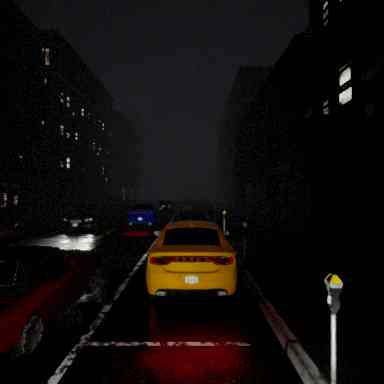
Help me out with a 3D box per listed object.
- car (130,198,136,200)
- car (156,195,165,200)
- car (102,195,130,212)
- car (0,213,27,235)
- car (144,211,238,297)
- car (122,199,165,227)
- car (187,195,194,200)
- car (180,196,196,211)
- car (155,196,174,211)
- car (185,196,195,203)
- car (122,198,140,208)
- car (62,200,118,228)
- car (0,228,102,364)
[{"bbox_3d":[-8.834,1.439,42.793,1.967,1.590,4.097,0,0,0],"label":"car"},{"bbox_3d":[-8.834,1.539,93.519,2.008,1.369,4.403,0,0,0],"label":"car"},{"bbox_3d":[-8.833,1.314,37.157,2.192,1.841,5.009,0,0,0],"label":"car"},{"bbox_3d":[-8.835,1.583,14.612,1.802,1.307,4.206,0,0,0],"label":"car"},{"bbox_3d":[-0.005,1.478,8.649,1.882,1.535,5.008,0,0,0],"label":"car"},{"bbox_3d":[-3.146,1.478,22.568,1.882,1.535,5.008,0,0,0],"label":"car"},{"bbox_3d":[-0.452,1.513,93.685,1.752,1.417,4.829,0,0,0],"label":"car"},{"bbox_3d":[-0.454,1.525,37.323,1.752,1.417,4.829,0,0,0],"label":"car"},{"bbox_3d":[-3.045,1.547,37.479,2.033,1.411,5.357,0,0,0],"label":"car"},{"bbox_3d":[-0.453,1.545,70.970,2.008,1.369,4.403,0,0,0],"label":"car"},{"bbox_3d":[-8.834,1.543,48.430,1.887,1.381,4.507,0,0,0],"label":"car"},{"bbox_3d":[-6.246,1.492,20.202,2.128,1.511,4.902,0,0,0],"label":"car"},{"bbox_3d":[-3.046,1.601,5.838,1.895,1.301,4.718,0,0,0],"label":"car"}]
